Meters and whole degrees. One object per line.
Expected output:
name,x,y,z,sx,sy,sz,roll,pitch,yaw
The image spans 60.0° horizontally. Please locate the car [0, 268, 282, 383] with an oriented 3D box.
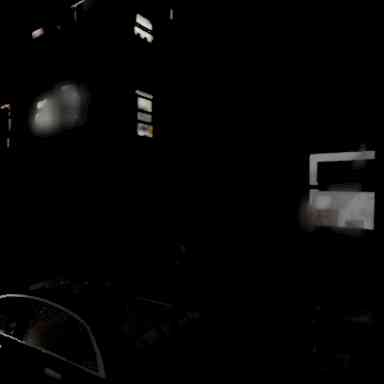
car,-1.281,1.550,3.623,4.403,1.369,2.008,0,1,36
